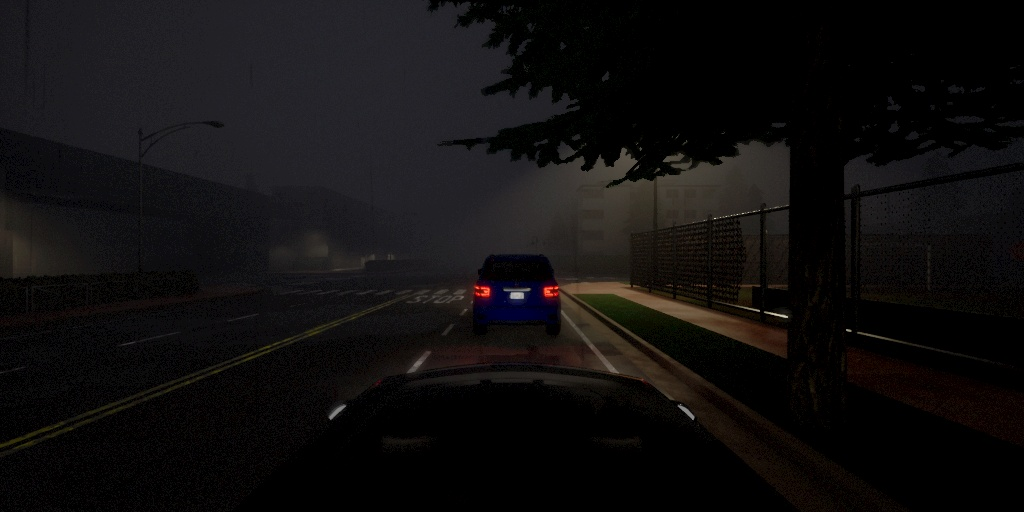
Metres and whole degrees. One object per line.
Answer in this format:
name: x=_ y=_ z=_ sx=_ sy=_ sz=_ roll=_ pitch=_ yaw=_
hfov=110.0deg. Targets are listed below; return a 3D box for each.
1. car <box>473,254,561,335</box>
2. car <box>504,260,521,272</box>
car: x=0.124 y=0.972 z=10.642 sx=2.150 sy=2.045 sz=5.566 roll=0 pitch=0 yaw=0
car: x=0.064 y=1.241 z=46.179 sx=2.128 sy=1.511 sz=4.902 roll=0 pitch=0 yaw=-1
